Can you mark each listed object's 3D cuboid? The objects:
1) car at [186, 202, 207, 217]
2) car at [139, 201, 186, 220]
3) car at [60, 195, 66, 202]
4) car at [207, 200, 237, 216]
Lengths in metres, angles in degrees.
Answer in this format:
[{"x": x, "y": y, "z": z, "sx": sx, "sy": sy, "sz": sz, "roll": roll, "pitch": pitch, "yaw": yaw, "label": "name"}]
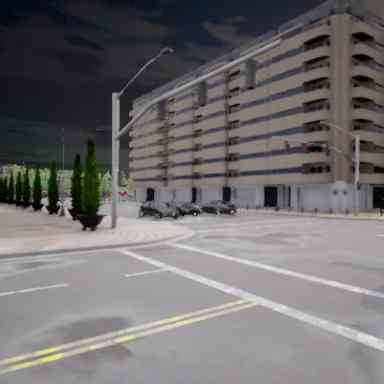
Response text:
[{"x": -1.263, "y": 1.630, "z": 32.377, "sx": 2.033, "sy": 1.411, "sz": 5.357, "roll": 1, "pitch": 0, "yaw": -35, "label": "car"}, {"x": -2.884, "y": 1.559, "z": 28.604, "sx": 1.837, "sy": 1.490, "sz": 4.892, "roll": 1, "pitch": 0, "yaw": -35, "label": "car"}, {"x": -23.260, "y": 1.149, "z": 57.647, "sx": 1.882, "sy": 1.535, "sz": 5.008, "roll": 1, "pitch": 0, "yaw": -35, "label": "car"}, {"x": 2.440, "y": 1.616, "z": 33.568, "sx": 1.837, "sy": 1.490, "sz": 4.892, "roll": 1, "pitch": 0, "yaw": -35, "label": "car"}]
